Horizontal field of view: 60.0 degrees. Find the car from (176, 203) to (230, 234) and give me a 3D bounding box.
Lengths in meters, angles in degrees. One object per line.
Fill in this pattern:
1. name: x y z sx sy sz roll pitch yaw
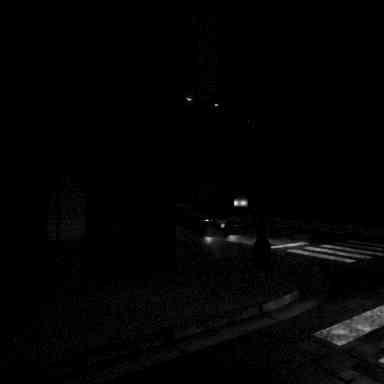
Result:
1. car: 0.079 1.406 18.631 2.128 1.511 4.902 0 0 -37
